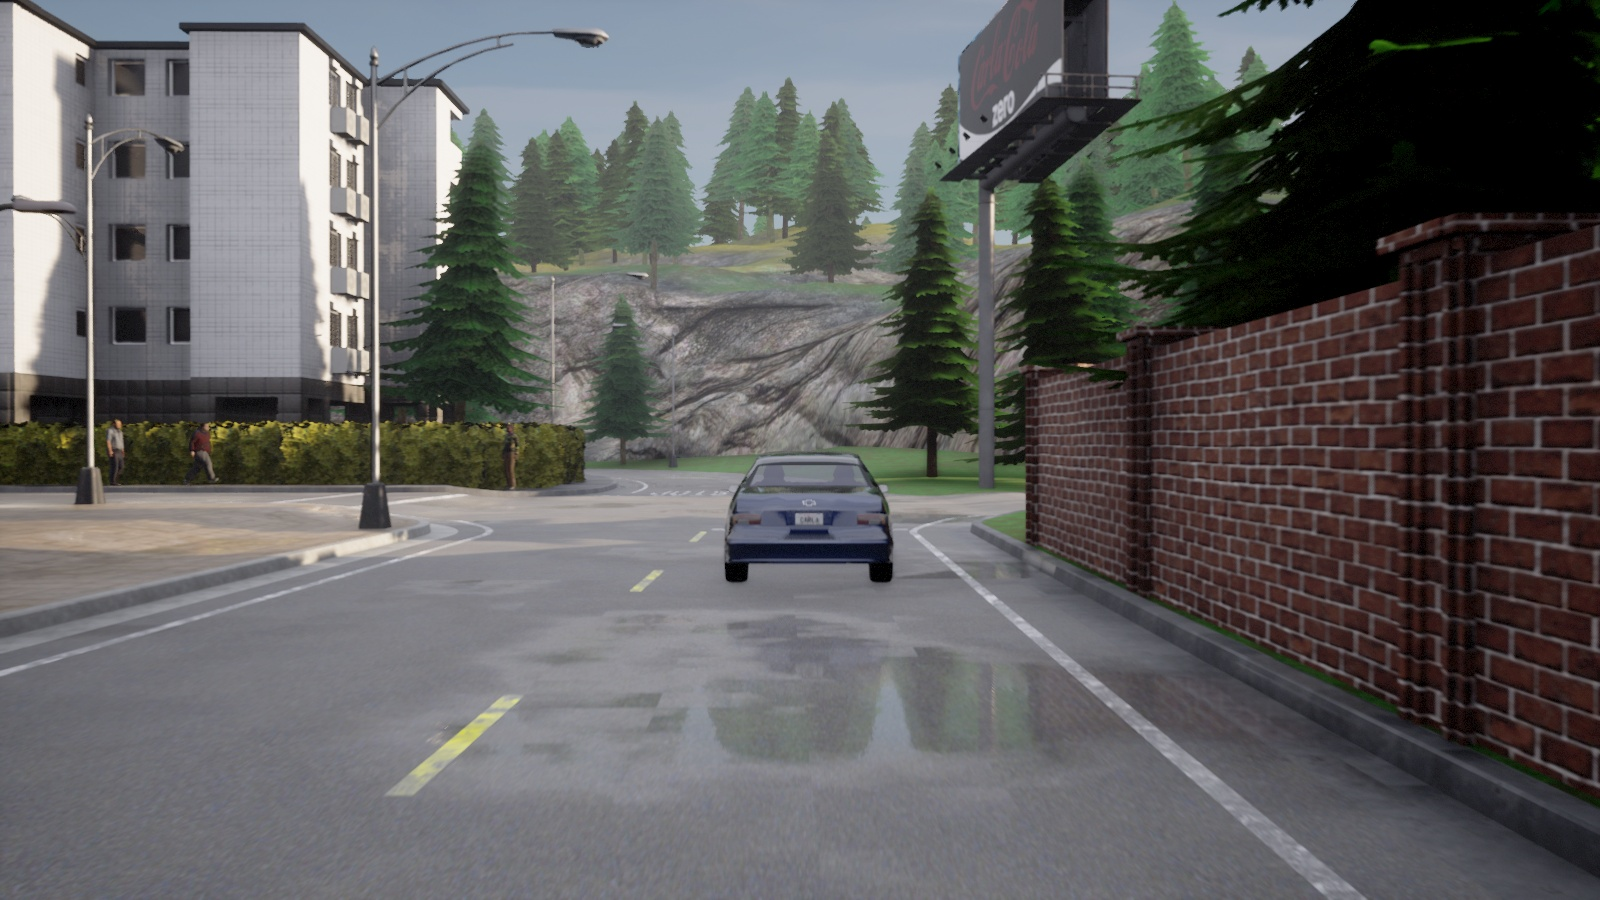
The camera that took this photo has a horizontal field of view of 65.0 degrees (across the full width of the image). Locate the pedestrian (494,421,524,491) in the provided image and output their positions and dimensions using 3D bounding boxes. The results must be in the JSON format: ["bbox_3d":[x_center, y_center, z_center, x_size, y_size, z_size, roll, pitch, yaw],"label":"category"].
[{"bbox_3d":[-8.033,0.162,34.684,0.692,1.930,0.395,0,0,-44],"label":"pedestrian"}]

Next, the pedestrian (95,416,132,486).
[{"bbox_3d":[-18.370,0.026,33.604,0.694,1.848,0.540,0,0,10],"label":"pedestrian"}]

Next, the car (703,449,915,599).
[{"bbox_3d":[0.098,0.712,14.771,2.033,1.411,5.357,0,0,0],"label":"car"}]

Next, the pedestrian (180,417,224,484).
[{"bbox_3d":[-16.679,0.020,35.017,0.899,1.844,0.634,0,0,8],"label":"pedestrian"}]
